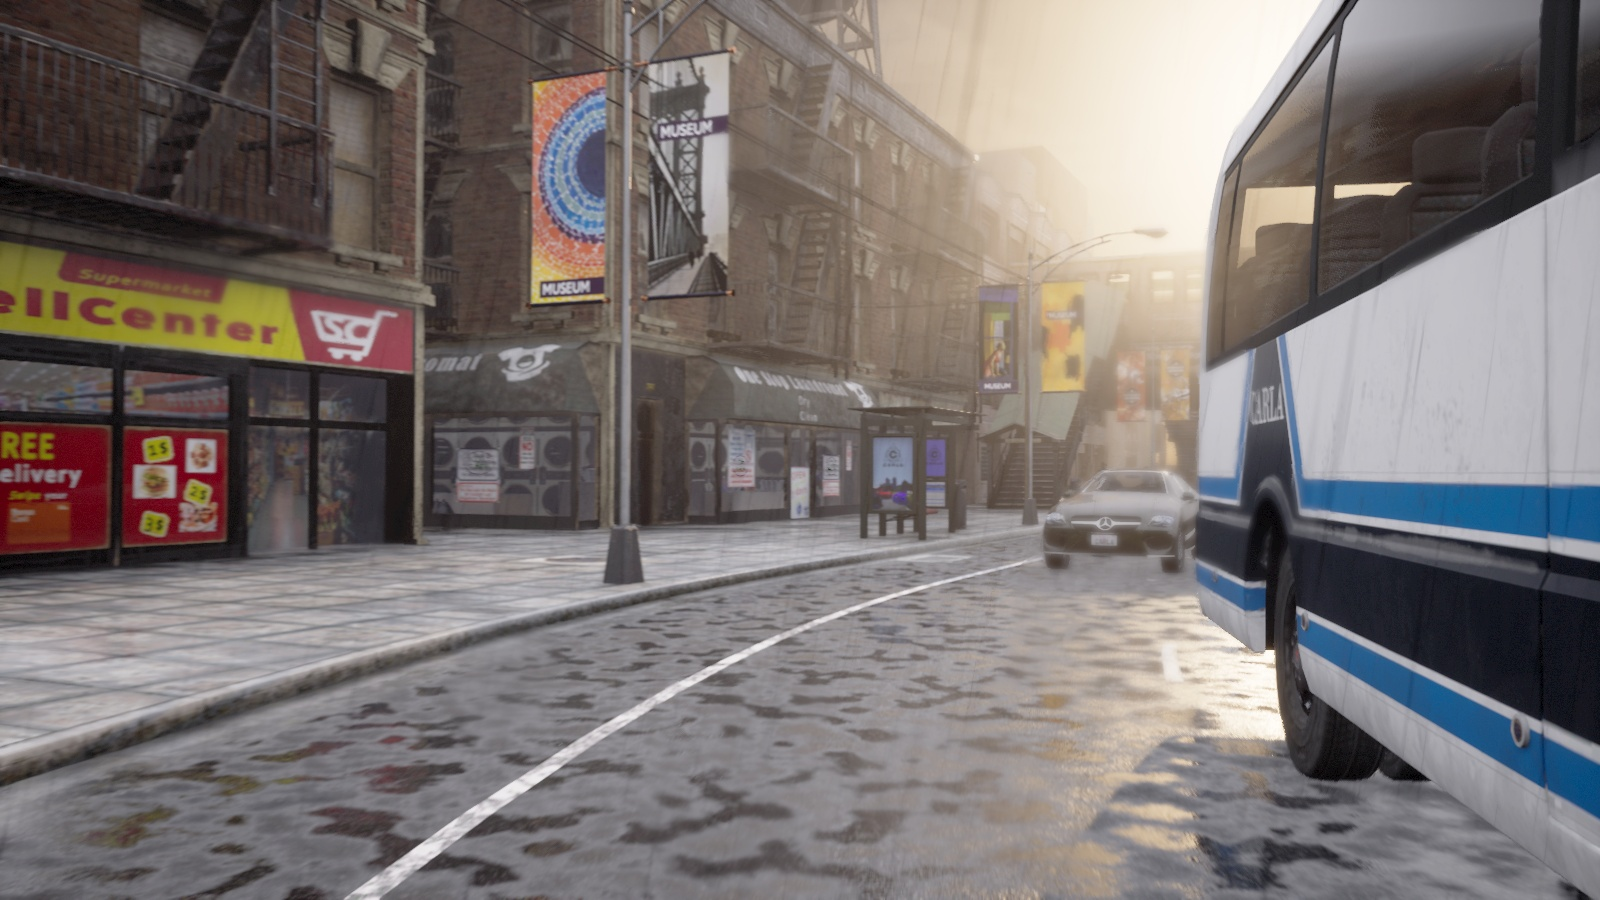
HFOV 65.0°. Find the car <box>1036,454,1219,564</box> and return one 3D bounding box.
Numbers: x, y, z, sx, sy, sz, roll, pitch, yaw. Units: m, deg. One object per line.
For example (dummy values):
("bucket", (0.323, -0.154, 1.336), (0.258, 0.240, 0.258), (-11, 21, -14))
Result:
("car", (5.766, 0.937, 21.614), (2.152, 1.651, 5.027), (-1, -1, 25))

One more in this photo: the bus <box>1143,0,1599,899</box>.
("bus", (3.604, -0.511, 3.706), (3.944, 4.253, 10.273), (-1, -1, 10))
